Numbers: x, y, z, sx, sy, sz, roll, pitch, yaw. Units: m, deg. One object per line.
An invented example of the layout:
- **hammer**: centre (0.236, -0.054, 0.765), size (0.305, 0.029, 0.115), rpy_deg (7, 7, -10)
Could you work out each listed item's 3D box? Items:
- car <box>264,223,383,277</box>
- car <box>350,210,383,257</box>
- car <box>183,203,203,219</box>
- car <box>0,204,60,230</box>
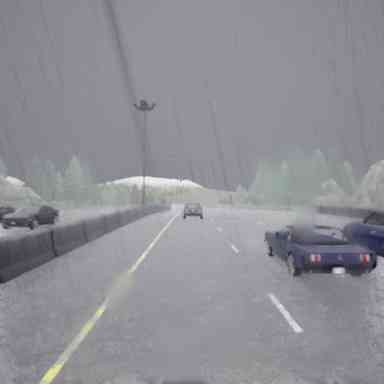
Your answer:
- **car**: centre (3.598, 1.652, 10.367), size (1.895, 1.301, 4.718), rpy_deg (0, 0, 0)
- **car**: centre (7.098, 1.409, 11.713), size (2.097, 1.767, 4.553), rpy_deg (0, 0, 0)
- **car**: centre (0.095, 1.777, 32.151), size (2.033, 1.411, 5.357), rpy_deg (0, -1, 0)
- **car**: centre (-10.553, 1.588, 22.152), size (1.882, 1.535, 5.008), rpy_deg (0, -1, 0)
